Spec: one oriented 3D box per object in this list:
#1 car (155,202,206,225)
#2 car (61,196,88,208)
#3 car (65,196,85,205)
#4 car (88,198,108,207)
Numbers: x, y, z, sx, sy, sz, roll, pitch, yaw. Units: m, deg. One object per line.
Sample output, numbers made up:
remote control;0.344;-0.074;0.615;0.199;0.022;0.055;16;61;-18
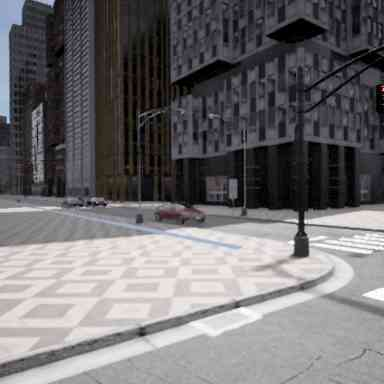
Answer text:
car;-0.954;1.413;23.322;1.812;1.442;4.674;-1;0;-35
car;-16.217;1.411;44.881;2.033;1.411;5.357;-1;0;-35
car;-19.102;1.393;54.159;1.994;1.385;4.181;-1;0;-35
car;-13.332;1.436;46.146;1.895;1.301;4.718;-1;0;-35
